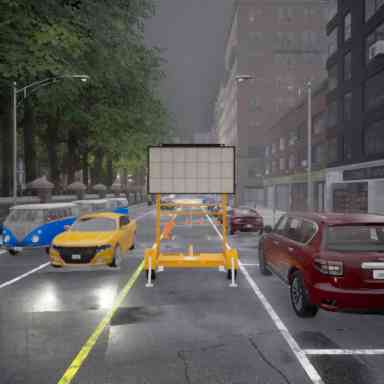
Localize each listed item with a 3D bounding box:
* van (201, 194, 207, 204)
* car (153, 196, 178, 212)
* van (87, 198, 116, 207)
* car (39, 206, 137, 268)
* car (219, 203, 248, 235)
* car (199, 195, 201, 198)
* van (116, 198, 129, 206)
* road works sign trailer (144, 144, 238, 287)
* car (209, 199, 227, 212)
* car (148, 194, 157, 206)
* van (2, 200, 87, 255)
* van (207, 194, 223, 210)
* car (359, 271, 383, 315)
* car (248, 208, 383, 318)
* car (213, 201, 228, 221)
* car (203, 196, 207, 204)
[{"bbox_3d":[2.758,1.291,52.647,1.690,1.788,3.998,0,0,0],"label":"van"},{"bbox_3d":[-3.072,1.535,38.841,1.994,1.385,4.181,0,0,0],"label":"car"},{"bbox_3d":[-5.706,1.334,18.643,1.690,1.788,3.998,0,0,0],"label":"van"},{"bbox_3d":[-3.121,1.475,11.462,1.882,1.535,5.008,0,0,0],"label":"car"},{"bbox_3d":[2.820,1.538,18.685,1.887,1.381,4.507,0,0,0],"label":"car"},{"bbox_3d":[2.748,1.506,58.308,1.947,1.339,4.313,0,0,0],"label":"car"},{"bbox_3d":[-5.716,1.329,24.301,1.690,1.788,3.998,0,0,0],"label":"van"},{"bbox_3d":[-0.017,0.463,9.312,2.380,3.560,2.880,0,0,0],"label":"road works sign trailer"},{"bbox_3d":[2.799,1.564,30.006,1.802,1.307,4.206,0,0,0],"label":"car"},{"bbox_3d":[-5.767,1.265,52.591,2.192,1.841,5.009,0,0,0],"label":"car"},{"bbox_3d":[-5.695,1.338,12.986,1.690,1.788,3.998,0,0,0],"label":"van"},{"bbox_3d":[2.789,1.317,35.666,1.690,1.788,3.998,0,0,0],"label":"van"},{"bbox_3d":[2.851,1.582,1.703,1.802,1.307,4.206,0,0,0],"label":"car"},{"bbox_3d":[2.840,1.314,7.363,2.192,1.841,5.009,0,0,0],"label":"car"},{"bbox_3d":[2.810,1.570,24.345,1.802,1.307,4.206,0,0,0],"label":"car"},{"bbox_3d":[2.779,1.513,41.326,1.887,1.381,4.507,0,0,0],"label":"car"}]
